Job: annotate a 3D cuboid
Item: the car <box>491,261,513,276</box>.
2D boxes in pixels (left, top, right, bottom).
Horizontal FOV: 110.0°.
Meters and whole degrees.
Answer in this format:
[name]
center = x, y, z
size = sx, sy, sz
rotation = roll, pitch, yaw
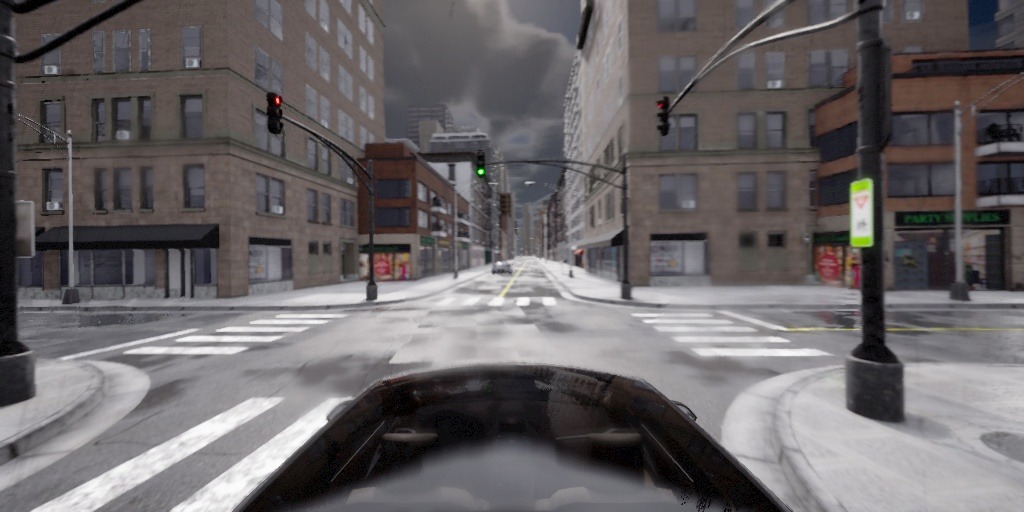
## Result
[car]
center = -0.985, 1.268, 37.280
size = 1.994, 1.385, 4.181
rotation = -1, 0, 3
